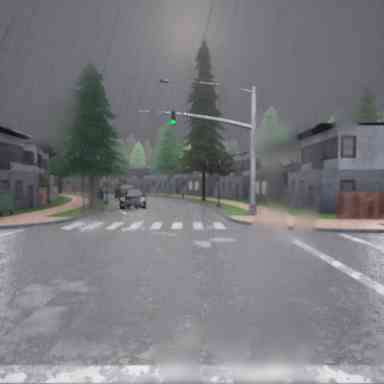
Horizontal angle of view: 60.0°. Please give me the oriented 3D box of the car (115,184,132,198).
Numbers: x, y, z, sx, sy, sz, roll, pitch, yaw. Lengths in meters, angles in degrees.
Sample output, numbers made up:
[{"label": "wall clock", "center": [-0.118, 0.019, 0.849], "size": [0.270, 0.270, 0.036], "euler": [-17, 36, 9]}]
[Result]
[{"label": "car", "center": [-8.777, -0.066, 43.987], "size": [2.150, 2.045, 5.566], "euler": [-1, 2, -22]}]

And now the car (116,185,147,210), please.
[{"label": "car", "center": [-4.931, 0.512, 28.256], "size": [2.097, 1.767, 4.553], "euler": [0, 2, -7]}]
